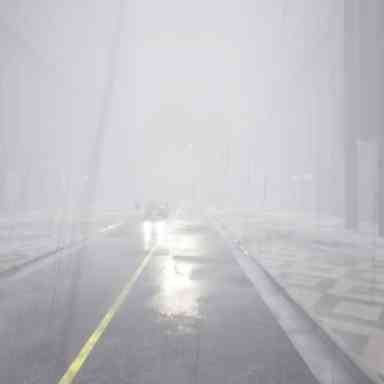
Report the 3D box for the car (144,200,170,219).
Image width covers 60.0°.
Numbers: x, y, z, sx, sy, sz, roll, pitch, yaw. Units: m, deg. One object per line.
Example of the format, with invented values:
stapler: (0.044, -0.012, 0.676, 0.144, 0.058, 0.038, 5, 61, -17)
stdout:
car: (-3.006, 1.495, 29.244, 2.128, 1.511, 4.902, 0, 0, 0)
